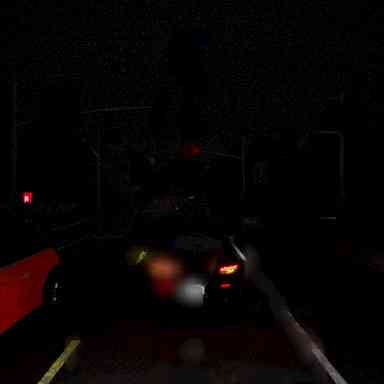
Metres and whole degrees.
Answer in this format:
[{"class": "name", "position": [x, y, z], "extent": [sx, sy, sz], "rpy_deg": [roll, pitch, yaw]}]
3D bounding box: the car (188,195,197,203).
[{"class": "car", "position": [0.090, 1.596, 70.712], "extent": [1.895, 1.301, 4.718], "rpy_deg": [0, 0, 0]}]

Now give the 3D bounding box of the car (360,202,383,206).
[{"class": "car", "position": [15.566, 1.528, 28.590], "extent": [5.357, 1.411, 2.033], "rpy_deg": [0, 0, -6]}]

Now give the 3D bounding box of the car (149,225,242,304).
[{"class": "car", "position": [0.080, 1.526, 8.028], "extent": [1.812, 1.442, 4.674], "rpy_deg": [0, 0, 0]}]

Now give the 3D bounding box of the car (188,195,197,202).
[{"class": "car", "position": [0.078, 1.525, 80.822], "extent": [2.128, 1.511, 4.902], "rpy_deg": [0, 0, 0]}]

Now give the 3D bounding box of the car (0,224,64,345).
[{"class": "car", "position": [-3.559, 1.352, 4.583], "extent": [2.097, 1.767, 4.553], "rpy_deg": [0, 0, 0]}]

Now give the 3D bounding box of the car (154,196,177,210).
[{"class": "car", "position": [-3.551, 1.352, 42.326], "extent": [2.097, 1.767, 4.553], "rpy_deg": [0, 0, 2]}]
